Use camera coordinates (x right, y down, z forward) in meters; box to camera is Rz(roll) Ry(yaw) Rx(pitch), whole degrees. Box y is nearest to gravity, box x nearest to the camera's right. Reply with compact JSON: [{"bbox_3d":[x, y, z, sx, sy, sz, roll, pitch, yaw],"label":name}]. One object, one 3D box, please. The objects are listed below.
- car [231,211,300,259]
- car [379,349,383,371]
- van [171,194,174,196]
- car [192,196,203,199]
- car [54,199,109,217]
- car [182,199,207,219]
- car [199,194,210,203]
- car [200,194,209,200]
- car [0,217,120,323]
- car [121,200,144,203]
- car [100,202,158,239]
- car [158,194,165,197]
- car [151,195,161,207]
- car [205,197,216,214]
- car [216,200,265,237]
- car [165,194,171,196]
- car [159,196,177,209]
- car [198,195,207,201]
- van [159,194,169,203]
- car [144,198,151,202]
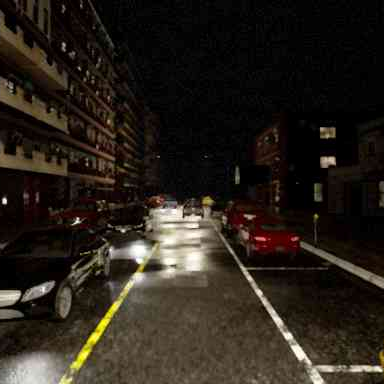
[{"bbox_3d":[2.689,1.577,12.248,1.802,1.307,4.206,0,0,0],"label":"car"},{"bbox_3d":[2.693,1.525,1.339,1.752,1.417,4.829,0,0,0],"label":"car"},{"bbox_3d":[-5.709,1.380,78.716,1.690,1.788,3.998,0,0,0],"label":"van"},{"bbox_3d":[0.063,1.549,43.431,2.033,1.411,5.357,0,0,0],"label":"car"},{"bbox_3d":[-5.692,1.309,17.784,2.192,1.841,5.009,0,0,0],"label":"car"},{"bbox_3d":[0.090,1.596,29.442,1.895,1.301,4.718,0,0,0],"label":"car"},{"bbox_3d":[2.673,1.346,73.179,2.192,1.841,5.009,0,0,0],"label":"car"},{"bbox_3d":[2.677,1.537,56.731,1.752,1.417,4.829,0,0,0],"label":"car"},{"bbox_3d":[-3.084,1.523,7.312,1.812,1.442,4.674,0,0,0],"label":"car"},{"bbox_3d":[-5.696,1.546,28.862,2.008,1.369,4.403,0,0,0],"label":"car"},{"bbox_3d":[-3.080,1.499,17.380,1.837,1.490,4.892,0,0,0],"label":"car"},{"bbox_3d":[-5.702,1.447,51.019,1.967,1.590,4.097,0,0,0],"label":"car"},{"bbox_3d":[-5.700,1.548,45.481,1.887,1.381,4.507,0,0,0],"label":"car"},{"bbox_3d":[2.683,1.548,34.404,2.008,1.369,4.403,0,0,0],"label":"car"},{"bbox_3d":[2.689,1.310,17.787,2.192,1.841,5.009,0,0,0],"label":"car"},{"bbox_3d":[-5.704,1.332,62.098,2.192,1.841,5.009,0,0,0],"label":"car"},{"bbox_3d":[-3.014,1.603,45.706,1.895,1.301,4.718,0,0,0],"label":"car"},{"bbox_3d":[2.670,1.490,84.258,1.967,1.590,4.097,0,0,0],"label":"car"},{"bbox_3d":[-5.706,1.364,67.638,1.690,1.788,3.998,0,0,0],"label":"van"},{"bbox_3d":[-5.697,1.522,34.231,1.752,1.417,4.829,0,0,0],"label":"car"}]
